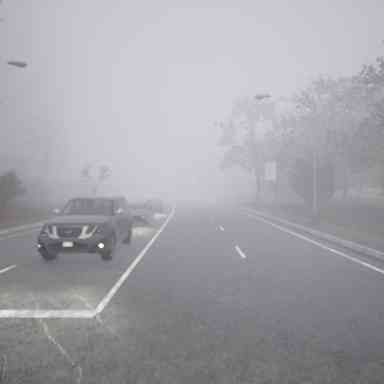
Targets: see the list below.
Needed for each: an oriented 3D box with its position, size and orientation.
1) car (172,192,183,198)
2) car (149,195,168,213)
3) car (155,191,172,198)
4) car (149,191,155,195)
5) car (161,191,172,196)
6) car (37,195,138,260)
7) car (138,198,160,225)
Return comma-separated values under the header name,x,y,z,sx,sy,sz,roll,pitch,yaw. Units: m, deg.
name,x,y,z,sx,sy,sz,roll,pitch,yaw
car,-3.916,0.726,83.609,1.895,1.301,4.718,0,1,-18
car,-3.745,1.326,32.901,1.994,1.385,4.181,0,1,-1
car,-7.058,0.504,81.948,2.097,1.767,4.553,0,1,-18
car,-10.363,0.381,91.694,1.882,1.535,5.008,0,1,-22
car,-7.127,0.442,93.031,1.994,1.385,4.181,0,1,-22
car,-3.621,1.149,12.410,2.150,2.045,5.566,0,0,0
car,-3.627,1.403,22.737,2.033,1.411,5.357,0,0,0
